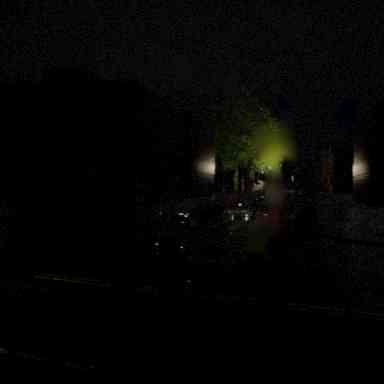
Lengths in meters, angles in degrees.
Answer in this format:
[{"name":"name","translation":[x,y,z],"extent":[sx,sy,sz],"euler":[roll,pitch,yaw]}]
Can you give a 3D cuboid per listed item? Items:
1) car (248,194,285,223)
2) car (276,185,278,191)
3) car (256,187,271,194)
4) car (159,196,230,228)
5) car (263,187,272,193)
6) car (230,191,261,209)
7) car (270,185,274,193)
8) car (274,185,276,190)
[{"name":"car","translation":[5.024,1.118,21.627],"extent":[1.812,1.442,4.674],"euler":[2,2,16]},{"name":"car","translation":[21.740,-0.719,91.741],"extent":[1.947,1.339,4.313],"euler":[3,2,17]},{"name":"car","translation":[8.531,0.527,41.942],"extent":[1.812,1.442,4.674],"euler":[2,2,18]},{"name":"car","translation":[0.112,1.043,18.850],"extent":[1.882,1.535,5.008],"euler":[2,2,30]},{"name":"car","translation":[18.510,-0.522,81.634],"extent":[1.752,1.417,4.829],"euler":[4,2,17]},{"name":"car","translation":[4.729,0.858,30.225],"extent":[1.994,1.385,4.181],"euler":[2,2,18]},{"name":"car","translation":[17.940,-0.450,79.745],"extent":[2.008,1.369,4.403],"euler":[4,2,17]},{"name":"car","translation":[20.106,-0.612,86.542],"extent":[2.008,1.369,4.403],"euler":[4,2,17]}]
